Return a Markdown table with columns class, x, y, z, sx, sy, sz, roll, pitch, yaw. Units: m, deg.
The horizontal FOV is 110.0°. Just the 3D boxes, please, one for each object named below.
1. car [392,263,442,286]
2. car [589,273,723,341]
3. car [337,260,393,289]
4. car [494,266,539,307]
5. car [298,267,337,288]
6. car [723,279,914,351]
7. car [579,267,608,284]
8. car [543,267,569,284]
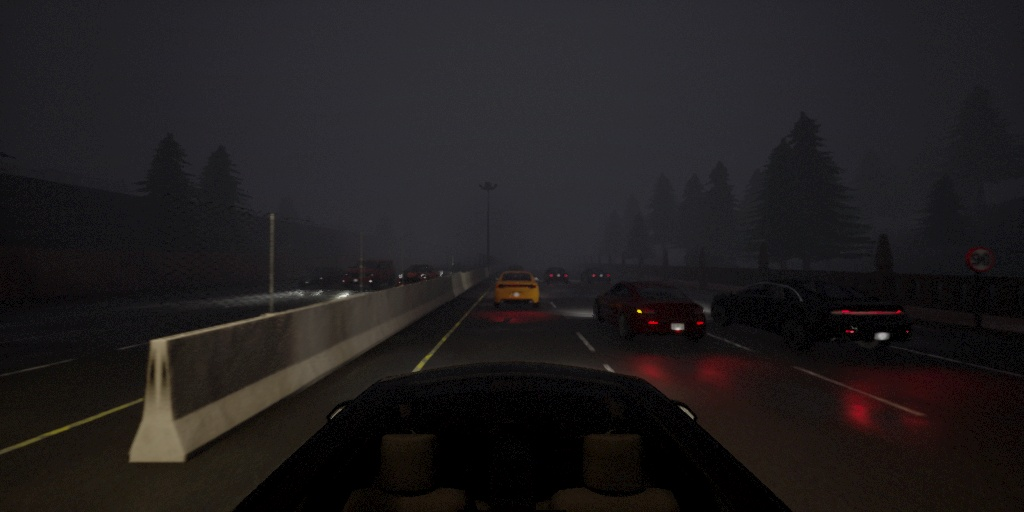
| class | x | y | z | sx | sy | sz | roll | pitch | yaw |
| --- | --- | --- | --- | --- | --- | --- | --- | --- | --- |
| car | -6.911 | 1.423 | 26.700 | 2.097 | 1.767 | 4.553 | 0 | -1 | 0 |
| car | 3.639 | 1.390 | 10.125 | 1.812 | 1.442 | 4.674 | 0 | -1 | 1 |
| car | -10.412 | 1.288 | 26.701 | 2.150 | 2.045 | 5.566 | 0 | -1 | 0 |
| car | 0.204 | 1.426 | 16.767 | 1.882 | 1.535 | 5.008 | 0 | -1 | 1 |
| car | -13.911 | 1.556 | 26.832 | 2.128 | 1.511 | 4.902 | 0 | -1 | 0 |
| car | 7.134 | 1.351 | 9.313 | 2.128 | 1.511 | 4.902 | 0 | -1 | 1 |
| car | 7.329 | 1.703 | 31.893 | 2.033 | 1.411 | 5.357 | 0 | -1 | 0 |
| car | 3.829 | 1.698 | 31.837 | 2.033 | 1.411 | 5.357 | 0 | -1 | 1 |
